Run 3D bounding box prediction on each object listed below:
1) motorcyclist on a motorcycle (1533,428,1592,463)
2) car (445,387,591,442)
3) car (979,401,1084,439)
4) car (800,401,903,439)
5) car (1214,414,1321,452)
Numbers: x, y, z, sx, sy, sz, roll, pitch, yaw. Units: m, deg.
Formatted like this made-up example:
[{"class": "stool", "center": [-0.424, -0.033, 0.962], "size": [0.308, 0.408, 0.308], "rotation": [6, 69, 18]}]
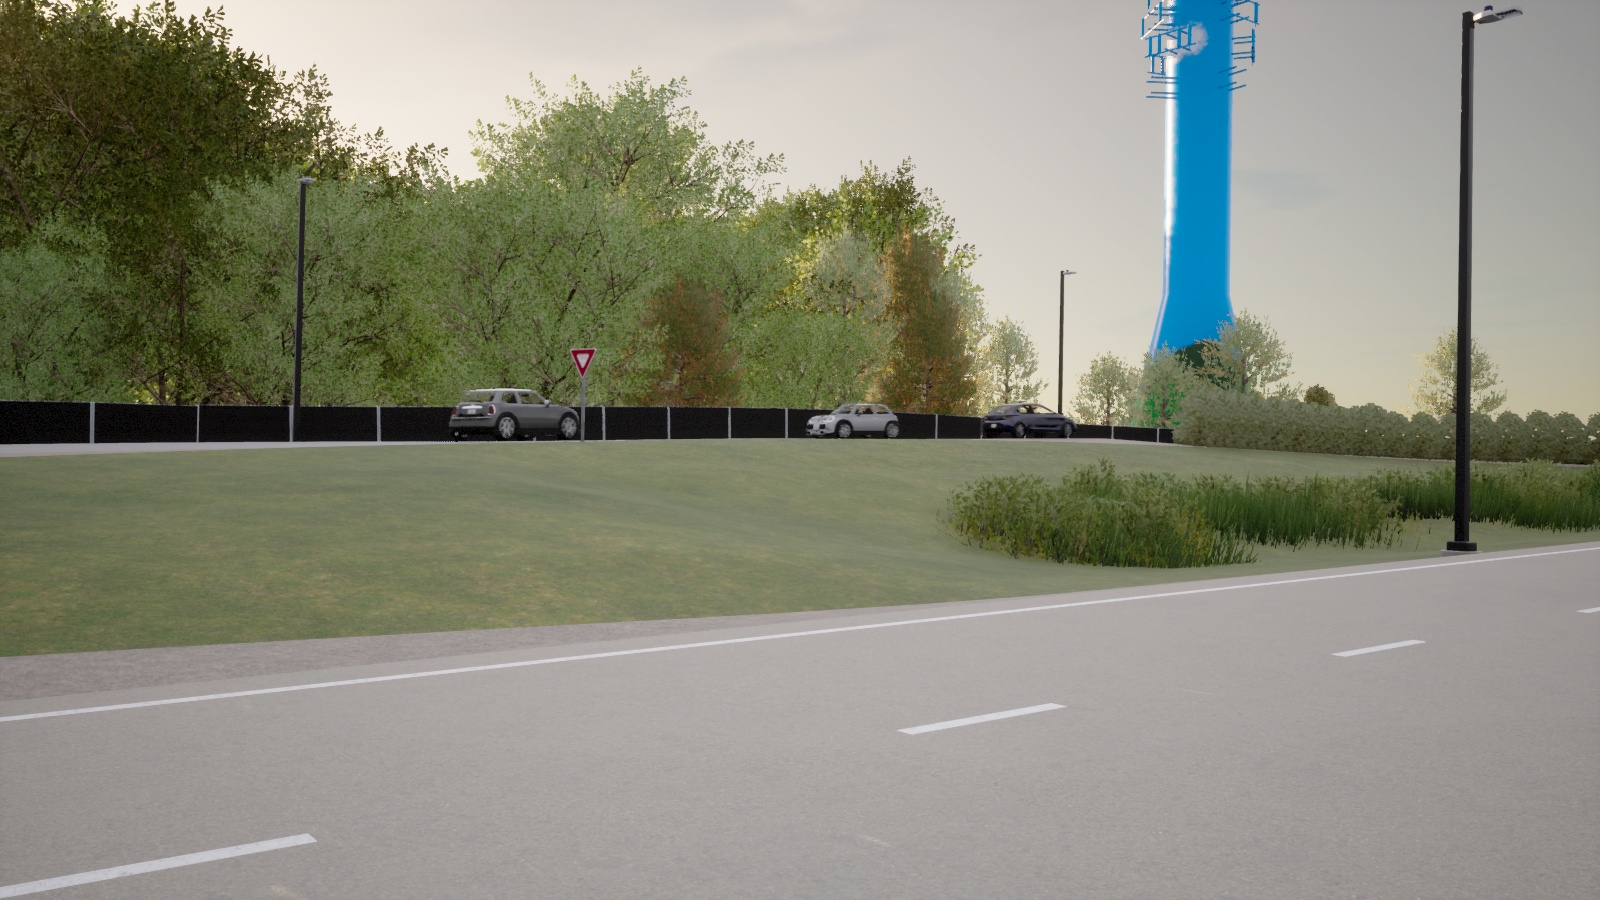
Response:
[{"class": "motorcyclist on a motorcycle", "center": [37.756, -0.237, 62.179], "size": [2.350, 1.649, 0.766], "rotation": [2, 0, 3]}, {"class": "car", "center": [-8.013, -0.992, 35.995], "size": [1.970, 1.475, 3.806], "rotation": [0, 1, 31]}, {"class": "car", "center": [9.671, -1.236, 52.350], "size": [4.193, 1.474, 1.816], "rotation": [-1, 0, -34]}, {"class": "car", "center": [2.111, -1.198, 51.416], "size": [3.806, 1.475, 1.970], "rotation": [-1, 0, -36]}, {"class": "car", "center": [22.547, -0.790, 60.540], "size": [5.008, 1.535, 1.882], "rotation": [3, -2, -26]}]
